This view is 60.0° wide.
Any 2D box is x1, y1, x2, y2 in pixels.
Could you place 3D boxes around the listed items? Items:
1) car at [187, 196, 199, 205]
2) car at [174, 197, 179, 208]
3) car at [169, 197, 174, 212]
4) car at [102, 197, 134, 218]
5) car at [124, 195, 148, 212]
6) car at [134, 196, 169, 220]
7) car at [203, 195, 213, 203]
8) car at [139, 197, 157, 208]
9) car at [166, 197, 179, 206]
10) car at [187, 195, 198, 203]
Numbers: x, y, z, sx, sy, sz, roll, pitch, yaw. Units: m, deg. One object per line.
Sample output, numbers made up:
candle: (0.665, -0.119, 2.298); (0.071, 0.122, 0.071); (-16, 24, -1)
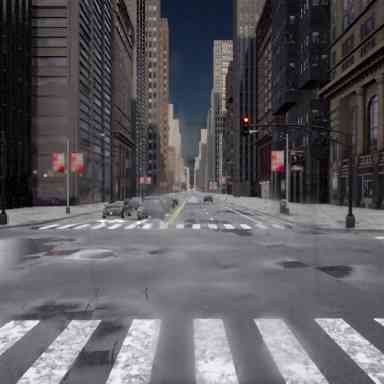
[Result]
car: (0.100, 1.476, 56.425); (1.812, 1.442, 4.674); (0, 0, 0)
car: (-3.337, 1.530, 46.482); (1.994, 1.385, 4.181); (0, 0, 0)
car: (-3.350, 1.502, 36.459); (1.812, 1.442, 4.674); (0, 0, 0)
car: (-6.599, 1.487, 29.576); (1.837, 1.490, 4.892); (0, 0, 0)
car: (-6.595, 1.325, 39.730); (2.097, 1.767, 4.553); (0, 0, 0)
car: (-3.289, 1.336, 27.675); (2.097, 1.767, 4.553); (0, 0, -2)
car: (3.353, 1.424, 69.902); (1.837, 1.490, 4.892); (0, 0, 0)
car: (-6.586, 1.509, 50.027); (2.033, 1.411, 5.357); (0, 0, 0)
car: (-3.311, 1.551, 56.499); (1.895, 1.301, 4.718); (0, 0, 0)
car: (0.103, 1.467, 69.814); (2.033, 1.411, 5.357); (0, 0, 0)
